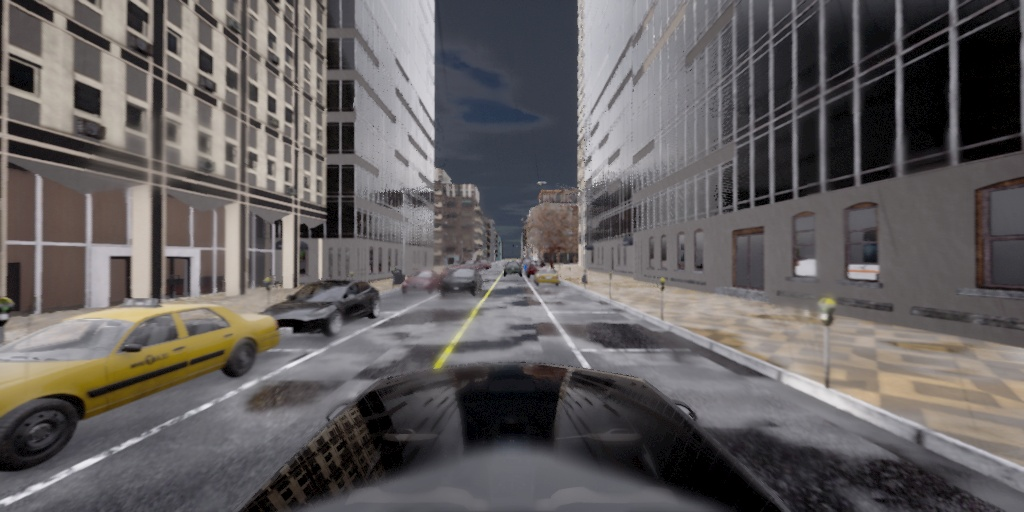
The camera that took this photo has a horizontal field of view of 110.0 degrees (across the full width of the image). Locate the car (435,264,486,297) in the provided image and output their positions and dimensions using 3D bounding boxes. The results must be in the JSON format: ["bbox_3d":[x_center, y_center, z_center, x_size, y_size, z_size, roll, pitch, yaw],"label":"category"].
[{"bbox_3d":[-2.782,1.385,20.555,1.882,1.535,5.008,0,-1,1],"label":"car"}]

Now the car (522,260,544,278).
[{"bbox_3d":[2.566,1.369,38.326,2.192,1.841,5.009,0,0,0],"label":"car"}]

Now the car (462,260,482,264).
[{"bbox_3d":[-5.318,1.414,43.875,2.192,1.841,5.009,0,0,0],"label":"car"}]

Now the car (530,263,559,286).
[{"bbox_3d":[2.563,1.489,27.404,1.751,1.417,4.829,0,0,0],"label":"car"}]

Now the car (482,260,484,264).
[{"bbox_3d":[-5.319,1.584,49.422,1.967,1.591,4.097,0,0,0],"label":"car"}]

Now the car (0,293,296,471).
[{"bbox_3d":[-5.315,1.303,4.873,1.751,1.417,4.829,0,0,0],"label":"car"}]

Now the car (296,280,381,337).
[{"bbox_3d":[-5.316,1.390,10.591,1.948,1.339,4.313,0,0,0],"label":"car"}]

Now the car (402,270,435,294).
[{"bbox_3d":[-5.317,1.499,21.686,1.802,1.307,4.207,0,0,0],"label":"car"}]

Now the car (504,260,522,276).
[{"bbox_3d":[0.097,1.442,42.773,2.097,1.767,4.553,0,-1,0],"label":"car"}]

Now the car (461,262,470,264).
[{"bbox_3d":[-5.318,1.554,32.780,1.888,1.381,4.507,0,0,0],"label":"car"}]
